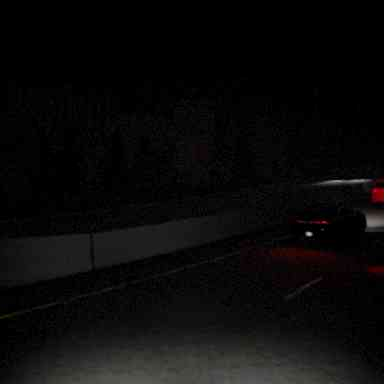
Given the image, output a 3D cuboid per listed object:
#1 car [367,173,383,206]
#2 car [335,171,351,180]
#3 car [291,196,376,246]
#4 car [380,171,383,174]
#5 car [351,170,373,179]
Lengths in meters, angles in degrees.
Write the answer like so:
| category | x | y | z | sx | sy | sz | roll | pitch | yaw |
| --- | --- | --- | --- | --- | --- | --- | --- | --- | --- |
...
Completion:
| category | x | y | z | sx | sy | sz | roll | pitch | yaw |
| --- | --- | --- | --- | --- | --- | --- | --- | --- | --- |
| car | 15.099 | -0.112 | 24.800 | 2.150 | 2.045 | 5.566 | 0 | 5 | 41 |
| car | 27.480 | -3.012 | 60.421 | 2.128 | 1.511 | 4.902 | 0 | 5 | 41 |
| car | 5.966 | 1.228 | 14.271 | 2.128 | 1.511 | 4.902 | 0 | 3 | 41 |
| car | 32.908 | -3.003 | 56.007 | 1.994 | 1.385 | 4.181 | 0 | 5 | 42 |
| car | 30.158 | -3.035 | 58.174 | 2.128 | 1.511 | 4.902 | 0 | 5 | 41 |
